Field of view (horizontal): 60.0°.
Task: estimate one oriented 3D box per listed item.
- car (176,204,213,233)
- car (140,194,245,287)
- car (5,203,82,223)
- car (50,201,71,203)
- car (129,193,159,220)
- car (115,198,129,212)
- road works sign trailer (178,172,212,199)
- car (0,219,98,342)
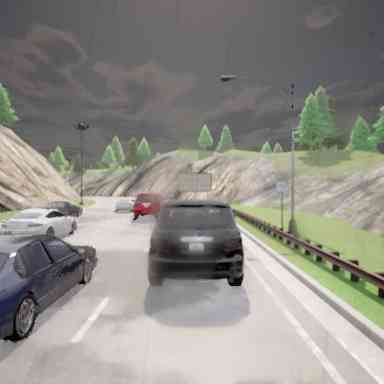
[{"bbox_3d":[0.120,1.487,19.966,1.994,1.385,4.181,0,0,-1],"label":"car"},{"bbox_3d":[0.092,1.188,9.371,2.150,2.045,5.566,0,0,0],"label":"car"},{"bbox_3d":[-6.912,1.471,15.376,1.812,1.442,4.674,0,0,0],"label":"car"},{"bbox_3d":[-10.429,1.455,26.474,2.033,1.411,5.357,0,0,0],"label":"car"},{"bbox_3d":[-3.433,1.126,27.566,2.150,2.045,5.566,0,0,0],"label":"car"},{"bbox_3d":[-7.198,1.398,36.496,1.812,1.442,4.674,0,0,-3],"label":"car"},{"bbox_3d":[0.196,0.382,23.459,2.380,3.560,2.880,0,0,0],"label":"road works sign trailer"},{"bbox_3d":[-3.404,1.525,6.369,2.033,1.411,5.357,0,0,0],"label":"car"}]
